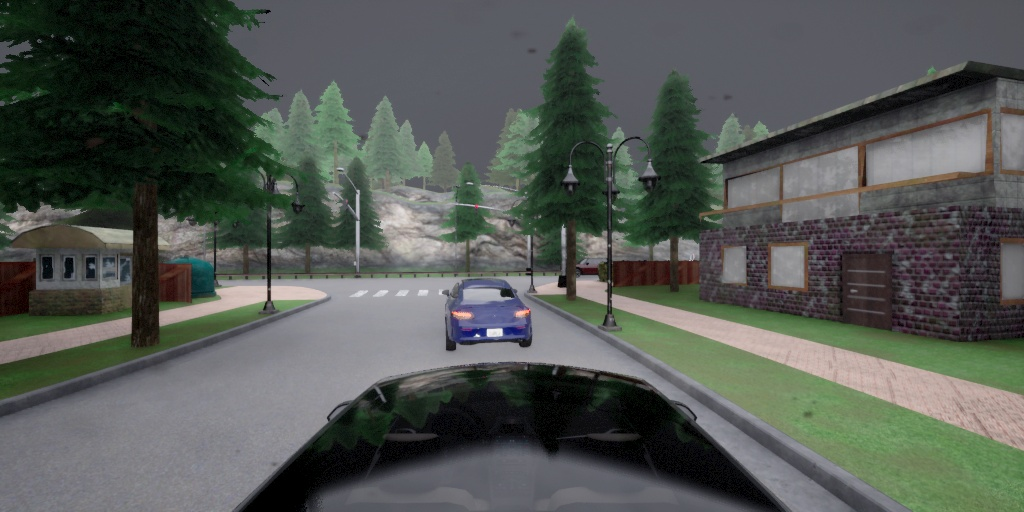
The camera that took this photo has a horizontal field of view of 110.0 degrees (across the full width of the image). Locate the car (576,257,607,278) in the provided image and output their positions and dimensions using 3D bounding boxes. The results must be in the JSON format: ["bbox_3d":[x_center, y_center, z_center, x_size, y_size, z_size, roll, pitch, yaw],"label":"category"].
[{"bbox_3d":[6.635,0.945,31.479,4.553,1.767,2.097,0,0,-12],"label":"car"}]

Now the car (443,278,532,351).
[{"bbox_3d":[-0.748,1.276,9.001,1.812,1.442,4.674,0,0,-11],"label":"car"}]
